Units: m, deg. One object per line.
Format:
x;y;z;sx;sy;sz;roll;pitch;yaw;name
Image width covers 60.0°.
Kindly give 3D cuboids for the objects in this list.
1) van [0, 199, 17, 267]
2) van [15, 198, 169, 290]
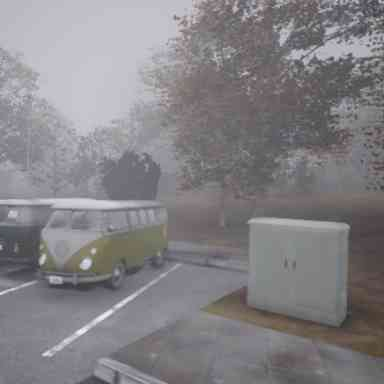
-4.462;1.194;10.754;1.878;1.987;4.442;0;-1;16;van
-2.119;1.211;8.815;1.878;1.987;4.442;1;0;16;van
